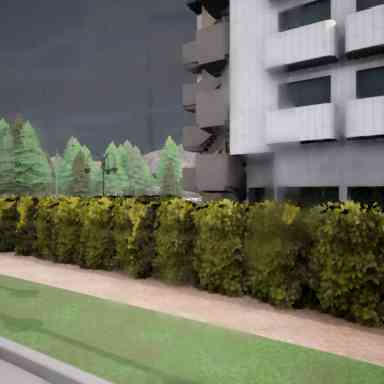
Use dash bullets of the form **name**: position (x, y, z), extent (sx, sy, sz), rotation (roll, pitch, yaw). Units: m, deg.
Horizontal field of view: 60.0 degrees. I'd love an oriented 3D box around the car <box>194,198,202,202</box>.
- **car**: position (1.817, 1.547, 45.648), extent (2.033, 1.411, 5.357), rotation (0, 0, 35)
